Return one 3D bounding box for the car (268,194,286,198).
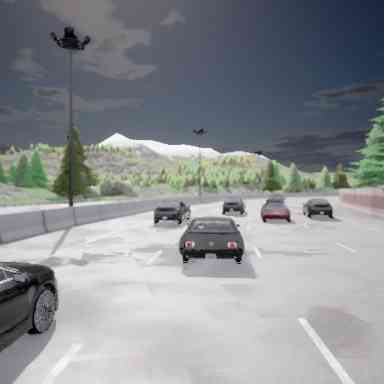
[{"bbox_3d":[10.457,1.051,41.100,2.097,1.767,4.553,0,1,17],"label":"car"}]

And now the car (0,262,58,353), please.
[{"bbox_3d":[-3.233,1.460,3.745,2.128,1.511,4.902,0,0,2],"label":"car"}]

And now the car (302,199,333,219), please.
[{"bbox_3d":[10.268,1.305,27.302,1.837,1.490,4.892,0,0,12],"label":"car"}]

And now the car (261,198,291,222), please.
[{"bbox_3d":[6.190,1.380,24.831,1.994,1.385,4.181,0,0,10],"label":"car"}]

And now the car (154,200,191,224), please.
[{"bbox_3d":[-1.273,1.330,22.954,1.837,1.490,4.892,0,0,10],"label":"car"}]

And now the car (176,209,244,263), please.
[{"bbox_3d":[0.735,1.513,11.631,1.895,1.301,4.718,0,0,5],"label":"car"}]

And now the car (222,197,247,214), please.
[{"bbox_3d":[4.013,1.271,31.299,1.837,1.490,4.892,0,0,13],"label":"car"}]
